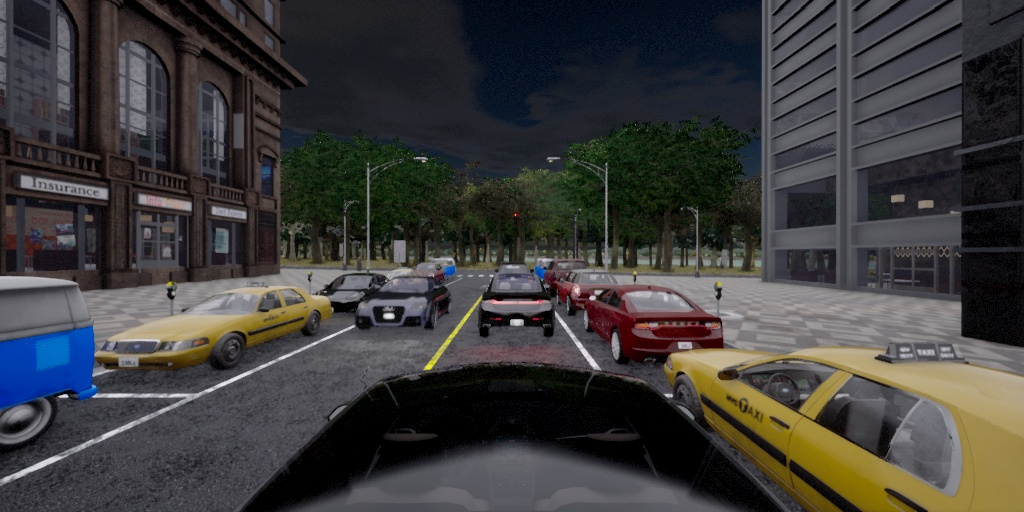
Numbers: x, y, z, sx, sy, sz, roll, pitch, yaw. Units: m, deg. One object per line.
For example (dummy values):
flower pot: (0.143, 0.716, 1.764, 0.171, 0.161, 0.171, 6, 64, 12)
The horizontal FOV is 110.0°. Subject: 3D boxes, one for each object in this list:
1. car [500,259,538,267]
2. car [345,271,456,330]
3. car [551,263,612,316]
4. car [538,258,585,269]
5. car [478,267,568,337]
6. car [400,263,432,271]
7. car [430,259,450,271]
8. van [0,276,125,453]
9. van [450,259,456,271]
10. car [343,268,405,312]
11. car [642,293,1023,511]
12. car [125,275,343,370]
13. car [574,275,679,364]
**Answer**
car: (0.122, 1.101, 19.234, 2.097, 1.767, 4.553, 0, 0, 1)
car: (-3.082, 1.313, 10.966, 1.994, 1.385, 4.181, 0, 0, 0)
car: (2.776, 1.188, 13.393, 1.967, 1.591, 4.097, 0, 0, 0)
car: (2.783, 1.063, 18.831, 2.192, 1.841, 5.009, 0, 0, 0)
car: (0.111, 1.240, 10.269, 2.128, 1.511, 4.902, 0, 0, 0)
car: (-5.743, 1.274, 18.671, 1.751, 1.417, 4.829, 0, 0, 0)
car: (-5.736, 1.189, 24.278, 1.967, 1.591, 4.097, 0, 0, 0)
van: (-5.762, 1.091, 2.529, 1.690, 1.789, 3.998, 0, 0, 0)
van: (-5.729, 1.090, 29.716, 1.690, 1.789, 3.998, 0, 0, 0)
car: (-5.749, 1.314, 13.403, 1.948, 1.339, 4.313, 0, 0, 0)
car: (2.763, 1.275, 2.688, 1.751, 1.417, 4.829, 0, 0, 0)
car: (-5.756, 1.274, 7.796, 1.751, 1.417, 4.829, 0, 0, 0)
car: (2.769, 1.294, 7.956, 1.888, 1.381, 4.507, 0, 0, 0)
